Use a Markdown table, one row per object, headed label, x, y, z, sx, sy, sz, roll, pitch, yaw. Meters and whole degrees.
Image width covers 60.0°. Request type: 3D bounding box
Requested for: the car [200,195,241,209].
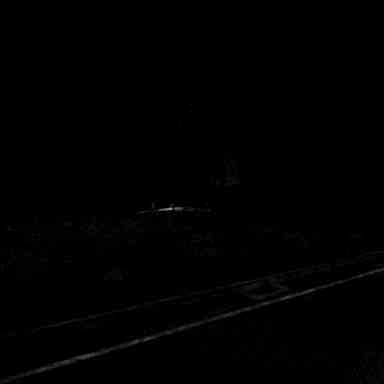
| label | x | y | z | sx | sy | sz | roll | pitch | yaw |
| --- | --- | --- | --- | --- | --- | --- | --- | --- | --- |
| car | 3.297 | 1.108 | 38.087 | 5.008 | 1.535 | 1.882 | -1 | 0 | -28 |
